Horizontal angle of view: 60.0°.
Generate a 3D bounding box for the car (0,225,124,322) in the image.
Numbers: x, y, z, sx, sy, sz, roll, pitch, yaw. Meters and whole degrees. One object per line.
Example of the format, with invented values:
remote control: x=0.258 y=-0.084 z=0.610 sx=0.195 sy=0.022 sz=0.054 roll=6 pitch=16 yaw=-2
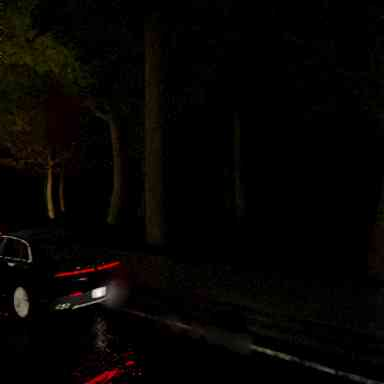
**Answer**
car: x=-3.630 y=1.607 z=7.515 sx=4.892 sy=1.490 sz=1.837 roll=-1 pitch=-1 yaw=37
